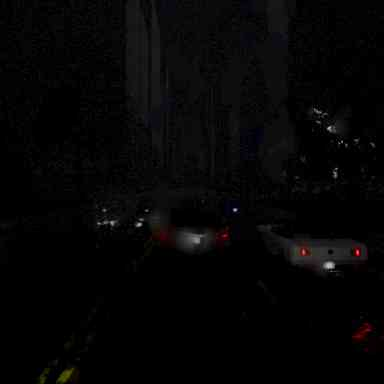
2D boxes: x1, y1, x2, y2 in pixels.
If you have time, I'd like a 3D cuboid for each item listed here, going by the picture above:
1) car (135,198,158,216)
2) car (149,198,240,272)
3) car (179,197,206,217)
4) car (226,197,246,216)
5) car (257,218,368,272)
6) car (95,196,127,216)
[{"bbox_3d":[-3.421,1.182,27.138,1.994,1.385,4.181,0,1,0],"label":"car"},{"bbox_3d":[0.058,1.206,10.401,2.097,1.767,4.553,0,1,0],"label":"car"},{"bbox_3d":[0.016,1.184,26.961,1.994,1.385,4.181,0,1,0],"label":"car"},{"bbox_3d":[3.254,1.140,27.359,1.812,1.442,4.674,0,1,0],"label":"car"},{"bbox_3d":[3.312,1.457,10.254,1.895,1.301,4.718,0,1,0],"label":"car"},{"bbox_3d":[-6.672,1.100,27.788,2.128,1.511,4.902,0,1,0],"label":"car"}]
